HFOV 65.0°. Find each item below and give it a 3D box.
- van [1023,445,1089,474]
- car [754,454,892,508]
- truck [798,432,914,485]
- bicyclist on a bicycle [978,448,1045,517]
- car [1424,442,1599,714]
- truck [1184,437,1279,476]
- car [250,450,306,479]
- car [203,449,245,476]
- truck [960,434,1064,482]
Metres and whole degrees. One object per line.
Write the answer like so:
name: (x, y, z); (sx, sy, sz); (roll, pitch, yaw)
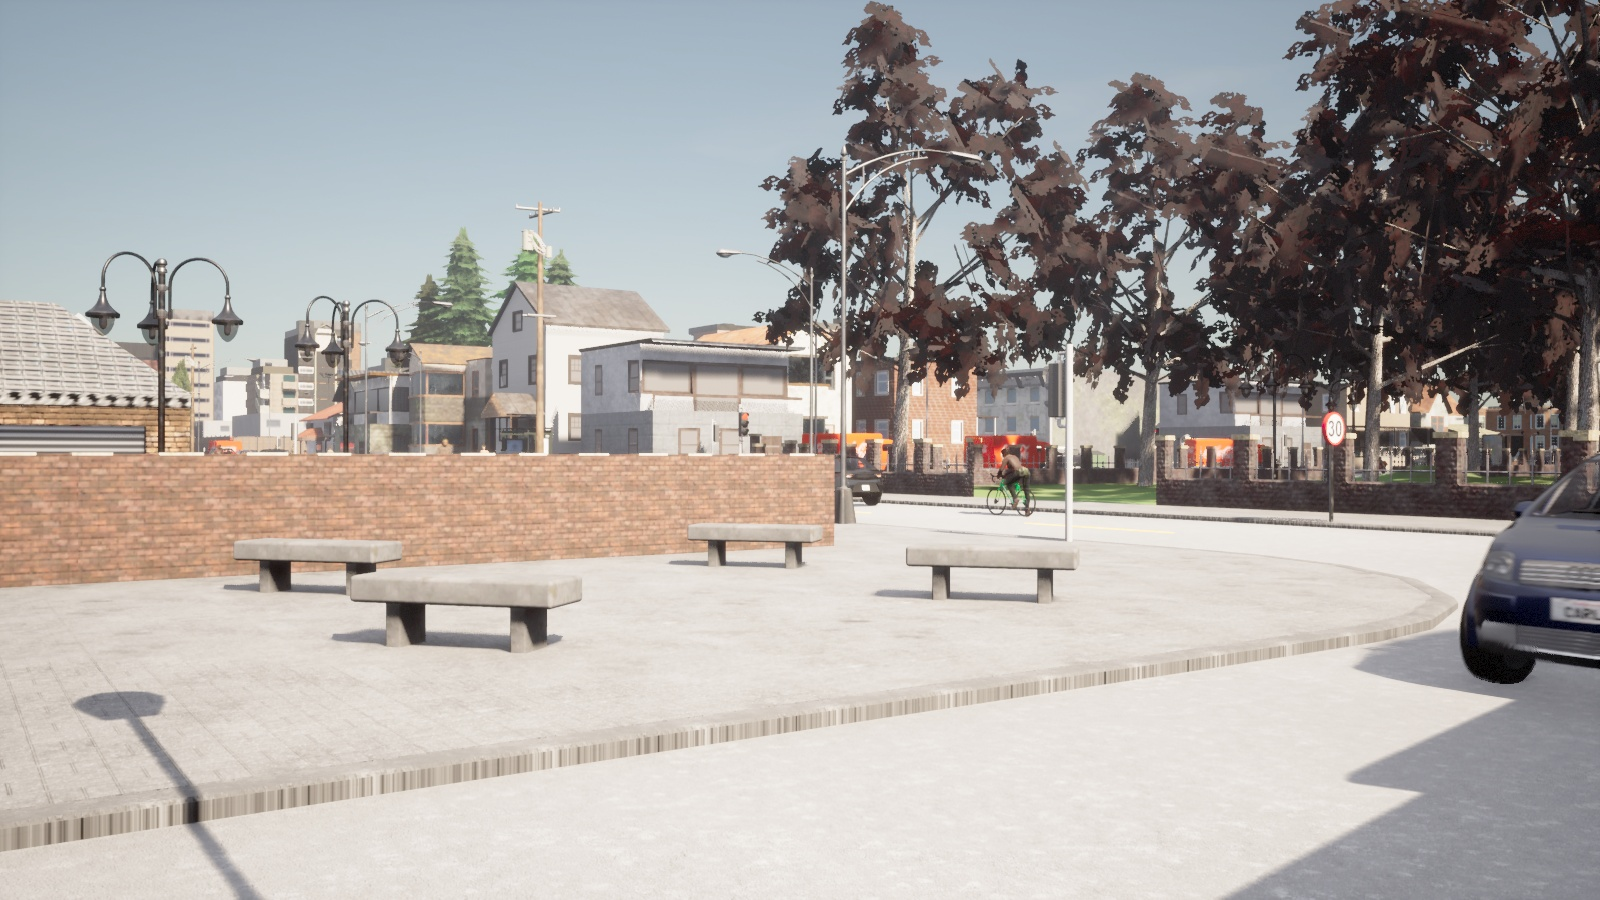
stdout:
van: (18.342, 0.650, 90.217); (2.069, 2.038, 4.480); (0, 0, -35)
car: (0.603, 0.846, 36.427); (1.816, 1.474, 4.193); (0, 0, -36)
truck: (2.738, 0.402, 61.153); (5.204, 2.467, 2.627); (0, 0, -39)
bicyclist on a bicycle: (5.038, 0.760, 30.000); (0.582, 1.620, 1.656); (0, 0, -35)
car: (5.933, 0.731, 8.396); (3.705, 1.549, 1.789); (0, 0, -39)
truck: (27.838, 0.394, 81.192); (5.204, 2.467, 2.627); (0, 1, -2)
car: (-31.357, 0.840, 75.362); (2.242, 1.667, 4.611); (0, 0, -35)
car: (-40.874, 0.866, 89.074); (1.932, 1.855, 4.605); (0, 0, -35)
truck: (11.362, 0.398, 67.218); (5.204, 2.467, 2.627); (0, 0, -38)
